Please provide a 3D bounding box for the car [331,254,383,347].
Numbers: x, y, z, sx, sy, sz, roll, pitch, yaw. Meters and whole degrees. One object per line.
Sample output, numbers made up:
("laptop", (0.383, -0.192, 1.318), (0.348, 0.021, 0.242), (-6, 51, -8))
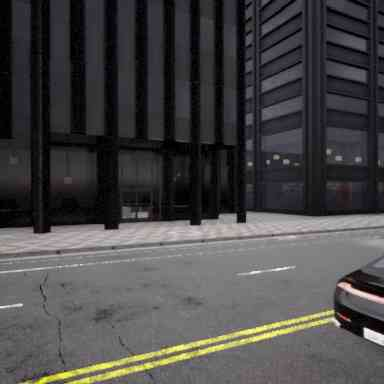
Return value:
("car", (4.319, 1.499, 5.034), (4.902, 1.511, 2.128), (0, 0, -27))
